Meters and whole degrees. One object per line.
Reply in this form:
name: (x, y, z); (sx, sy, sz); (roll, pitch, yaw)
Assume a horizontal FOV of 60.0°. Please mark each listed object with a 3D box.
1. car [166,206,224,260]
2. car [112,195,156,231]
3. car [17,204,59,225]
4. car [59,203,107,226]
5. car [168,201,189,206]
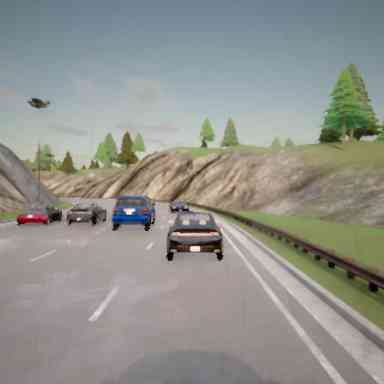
car: (0.091, 1.493, 12.430); (2.128, 1.511, 4.902); (0, 0, 0)
car: (-3.565, 1.225, 20.978); (2.150, 2.045, 5.566); (0, 0, -2)
car: (-10.751, 1.566, 23.849); (1.994, 1.385, 4.181); (0, 0, -4)
car: (-7.202, 1.494, 23.166); (2.128, 1.511, 4.902); (0, 0, -3)
car: (-1.534, 1.604, 36.151); (1.895, 1.301, 4.718); (0, 0, -9)
